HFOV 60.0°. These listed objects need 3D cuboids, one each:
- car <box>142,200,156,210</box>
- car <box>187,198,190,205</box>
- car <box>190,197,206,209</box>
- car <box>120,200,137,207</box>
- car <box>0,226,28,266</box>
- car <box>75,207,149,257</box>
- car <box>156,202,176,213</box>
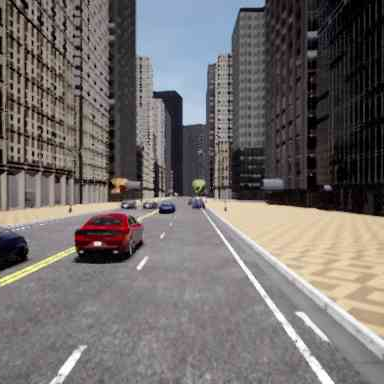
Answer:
[{"bbox_3d":[-6.567,1.934,51.627,2.128,1.511,4.902,0,0,0],"label":"car"},{"bbox_3d":[-0.011,2.094,73.962,2.033,1.411,5.357,0,0,0],"label":"car"},{"bbox_3d":[1.129,1.819,54.549,2.097,1.767,4.553,0,0,0],"label":"car"},{"bbox_3d":[-9.815,1.934,51.606,2.128,1.511,4.902,0,0,0],"label":"car"},{"bbox_3d":[-6.599,1.647,9.702,1.994,1.385,4.181,0,0,0],"label":"car"},{"bbox_3d":[-3.150,1.594,13.561,1.882,1.535,5.008,0,0,0],"label":"car"},{"bbox_3d":[-3.155,1.935,43.258,1.994,1.385,4.181,0,0,0],"label":"car"}]
